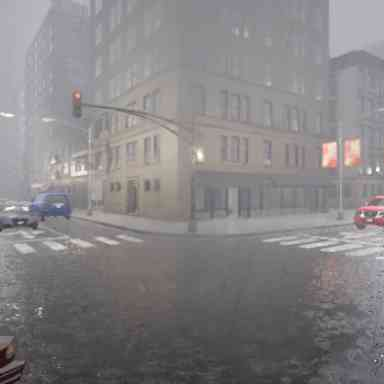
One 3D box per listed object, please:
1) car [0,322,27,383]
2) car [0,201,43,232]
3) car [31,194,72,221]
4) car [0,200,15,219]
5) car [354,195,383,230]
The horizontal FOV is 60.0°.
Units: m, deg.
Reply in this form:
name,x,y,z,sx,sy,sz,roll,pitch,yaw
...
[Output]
name,x,y,z,sx,sy,sz,roll,pitch,yaw
car,-4.050,1.543,2.022,2.033,1.411,5.357,0,0,37
car,-10.512,1.493,19.773,1.994,1.385,4.181,0,0,-36
car,-11.248,1.132,26.355,2.150,2.045,5.566,0,0,-36
car,-16.310,1.453,27.913,1.994,1.385,4.181,0,0,-35
car,12.176,1.230,20.355,5.566,2.045,2.150,0,0,-37
